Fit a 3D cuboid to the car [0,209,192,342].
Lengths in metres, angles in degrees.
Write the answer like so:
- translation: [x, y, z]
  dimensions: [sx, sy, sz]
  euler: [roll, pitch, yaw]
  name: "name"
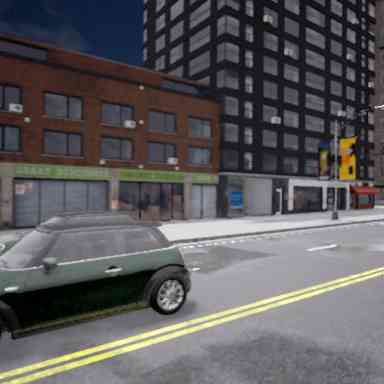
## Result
- translation: [-2.291, 1.348, 5.926]
  dimensions: [4.553, 1.767, 2.097]
  euler: [0, 0, -35]
  name: "car"
